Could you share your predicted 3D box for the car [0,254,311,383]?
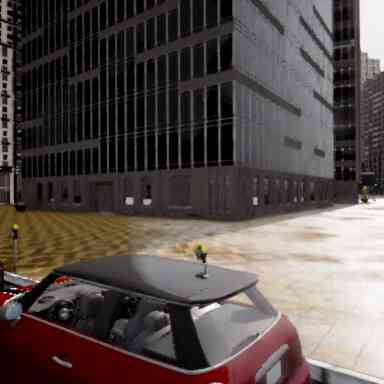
[{"bbox_3d":[-0.944,1.442,3.709,4.097,1.590,1.967,0,-1,36],"label":"car"}]
